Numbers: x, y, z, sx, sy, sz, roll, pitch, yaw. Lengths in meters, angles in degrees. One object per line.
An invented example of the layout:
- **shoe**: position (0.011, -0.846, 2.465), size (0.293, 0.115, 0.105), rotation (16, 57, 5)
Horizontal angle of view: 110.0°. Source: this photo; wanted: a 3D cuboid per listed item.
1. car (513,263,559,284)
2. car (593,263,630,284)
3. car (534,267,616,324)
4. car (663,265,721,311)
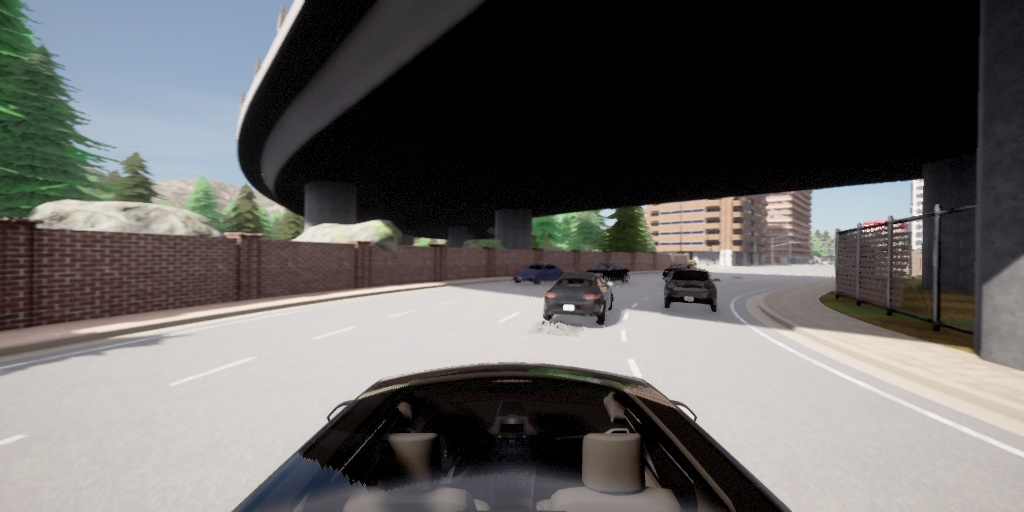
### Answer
- **car**: position (2.006, 1.232, 25.612), size (1.812, 1.442, 4.674), rotation (1, 0, 39)
- **car**: position (6.748, 1.263, 25.844), size (2.128, 1.511, 4.902), rotation (1, 0, 43)
- **car**: position (2.345, 1.275, 12.129), size (1.812, 1.442, 4.674), rotation (1, 0, 19)
- **car**: position (7.599, 1.319, 15.190), size (1.837, 1.490, 4.892), rotation (0, 0, 28)
